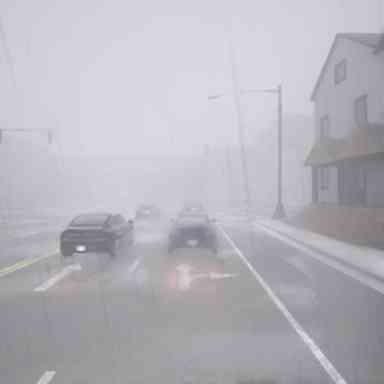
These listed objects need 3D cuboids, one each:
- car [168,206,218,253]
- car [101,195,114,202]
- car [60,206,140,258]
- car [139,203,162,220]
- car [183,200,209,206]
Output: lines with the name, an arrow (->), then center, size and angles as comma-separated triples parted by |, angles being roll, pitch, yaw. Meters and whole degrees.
car -> 0.039, 1.534, 13.518 | 1.812, 1.442, 4.674 | 0, 0, 0
car -> -18.730, 1.401, 74.048 | 2.097, 1.767, 4.553 | 0, 0, -1
car -> -3.463, 1.514, 12.868 | 1.837, 1.490, 4.892 | 0, 0, 1
car -> -3.619, 1.605, 28.128 | 1.994, 1.385, 4.181 | 0, 0, -3
car -> 0.312, 1.405, 27.308 | 2.097, 1.767, 4.553 | 0, 0, 6
